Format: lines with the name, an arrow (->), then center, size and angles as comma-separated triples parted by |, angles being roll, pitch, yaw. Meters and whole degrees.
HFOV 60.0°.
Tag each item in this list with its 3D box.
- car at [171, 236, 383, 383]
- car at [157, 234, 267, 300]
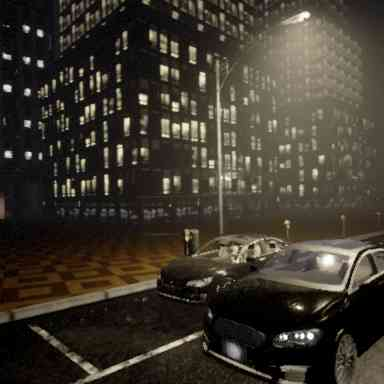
car -> 2.246, 1.628, 5.601 | 4.902, 1.511, 2.128 | 1, -2, -44
car -> 1.134, 1.766, 8.280 | 4.403, 1.369, 2.008 | 1, -3, -44
